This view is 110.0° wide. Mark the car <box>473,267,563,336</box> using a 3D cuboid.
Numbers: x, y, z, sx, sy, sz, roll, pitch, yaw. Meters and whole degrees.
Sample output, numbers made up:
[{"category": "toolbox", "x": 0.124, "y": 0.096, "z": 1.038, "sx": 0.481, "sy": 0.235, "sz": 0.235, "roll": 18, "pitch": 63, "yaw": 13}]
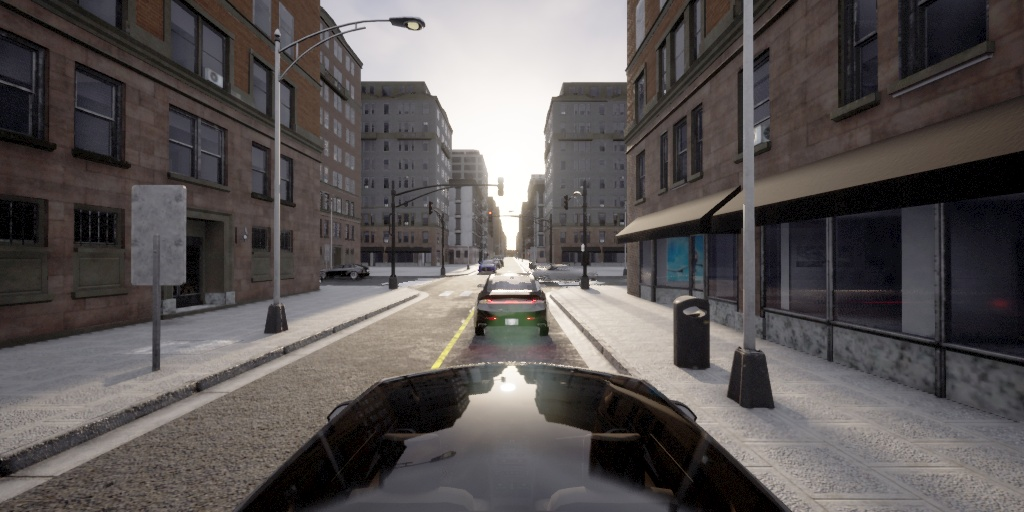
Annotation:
[{"category": "car", "x": -0.002, "y": 1.242, "z": 10.349, "sx": 2.128, "sy": 1.511, "sz": 4.902, "roll": 0, "pitch": 0, "yaw": 0}]

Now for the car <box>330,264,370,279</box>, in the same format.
[{"category": "car", "x": -14.772, "y": 1.330, "z": 31.517, "sx": 4.313, "sy": 1.339, "sz": 1.948, "roll": 0, "pitch": 0, "yaw": 0}]

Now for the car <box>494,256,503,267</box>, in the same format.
[{"category": "car", "x": -2.847, "y": 1.210, "z": 58.601, "sx": 1.837, "sy": 1.490, "sz": 4.892, "roll": 0, "pitch": 0, "yaw": 0}]

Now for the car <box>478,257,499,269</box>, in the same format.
[{"category": "car", "x": -2.869, "y": 1.204, "z": 41.982, "sx": 1.882, "sy": 1.535, "sz": 5.008, "roll": 0, "pitch": 0, "yaw": 0}]

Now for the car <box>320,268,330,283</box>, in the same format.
[{"category": "car", "x": -14.775, "y": 1.289, "z": 23.491, "sx": 4.313, "sy": 1.339, "sz": 1.948, "roll": 0, "pitch": 0, "yaw": 0}]

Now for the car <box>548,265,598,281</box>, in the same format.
[{"category": "car", "x": 4.044, "y": 1.341, "z": 27.049, "sx": 4.718, "sy": 1.301, "sz": 1.895, "roll": 0, "pitch": 0, "yaw": 16}]
